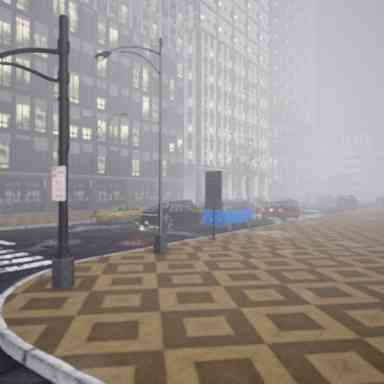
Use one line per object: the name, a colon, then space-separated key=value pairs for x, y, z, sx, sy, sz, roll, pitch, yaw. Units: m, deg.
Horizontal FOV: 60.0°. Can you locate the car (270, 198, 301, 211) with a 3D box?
car: x=11.775 y=1.485 z=41.713 sx=1.882 sy=1.535 sz=5.008 roll=0 pitch=0 yaw=38

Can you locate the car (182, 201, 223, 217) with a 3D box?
car: x=1.052 y=1.569 z=31.935 sx=1.802 sy=1.307 sz=4.206 roll=0 pitch=0 yaw=38

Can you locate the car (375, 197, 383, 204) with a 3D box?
car: x=37.905 y=1.640 z=66.737 sx=1.947 sy=1.339 sz=4.313 roll=0 pitch=0 yaw=38

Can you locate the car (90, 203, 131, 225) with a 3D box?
car: x=-5.071 y=1.505 z=24.224 sx=1.752 sy=1.417 sz=4.829 roll=0 pitch=0 yaw=38

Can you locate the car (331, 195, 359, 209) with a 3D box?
car: x=20.895 y=1.349 z=44.726 sx=2.192 sy=1.841 sz=5.009 roll=0 pitch=0 yaw=38

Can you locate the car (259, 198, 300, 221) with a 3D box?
car: x=7.287 y=1.453 z=27.116 sx=1.967 sy=1.590 sz=4.097 roll=0 pitch=0 yaw=38

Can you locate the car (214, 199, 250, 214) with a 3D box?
car: x=4.454 y=1.536 z=36.338 sx=1.887 sy=1.381 sz=4.507 roll=0 pitch=0 yaw=38

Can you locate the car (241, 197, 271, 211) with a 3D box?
car: x=7.856 y=1.437 z=40.740 sx=1.967 sy=1.590 sz=4.097 roll=0 pitch=0 yaw=38

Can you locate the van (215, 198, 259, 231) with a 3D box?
van: x=2.312 y=1.348 z=20.496 sx=1.690 sy=1.788 sz=3.998 roll=0 pitch=0 yaw=38

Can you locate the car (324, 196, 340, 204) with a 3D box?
car: x=28.269 y=1.591 z=67.154 sx=2.008 sy=1.369 sz=4.403 roll=0 pitch=0 yaw=38

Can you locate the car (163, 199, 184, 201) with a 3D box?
car: x=-1.521 y=1.341 z=24.573 sx=2.097 sy=1.767 sz=4.553 roll=0 pitch=0 yaw=38

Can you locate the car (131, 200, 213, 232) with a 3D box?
car: x=-1.036 y=1.489 z=20.480 sx=2.128 sy=1.511 sz=4.902 roll=0 pitch=0 yaw=38

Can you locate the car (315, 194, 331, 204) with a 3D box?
car: x=24.867 y=1.347 z=62.752 sx=2.192 sy=1.841 sz=5.009 roll=0 pitch=0 yaw=38
